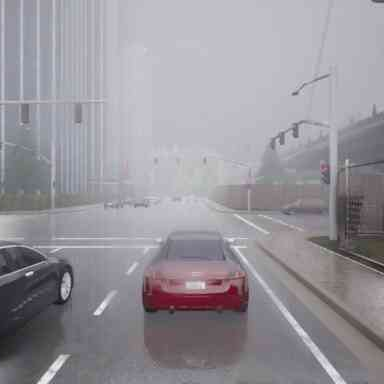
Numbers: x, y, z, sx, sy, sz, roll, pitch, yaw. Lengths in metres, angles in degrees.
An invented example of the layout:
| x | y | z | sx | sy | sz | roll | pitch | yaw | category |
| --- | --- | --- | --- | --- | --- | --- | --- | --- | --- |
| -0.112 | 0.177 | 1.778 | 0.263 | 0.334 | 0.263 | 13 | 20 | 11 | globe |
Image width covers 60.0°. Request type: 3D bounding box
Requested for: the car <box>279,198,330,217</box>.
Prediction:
| x | y | z | sx | sy | sz | roll | pitch | yaw | category |
| --- | --- | --- | --- | --- | --- | --- | --- | --- | --- |
| 10.685 | 1.407 | 31.804 | 4.553 | 1.767 | 2.097 | 0 | 0 | 0 | car |

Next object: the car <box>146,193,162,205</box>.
| x | y | z | sx | sy | sz | roll | pitch | yaw | category |
| --- | --- | --- | --- | --- | --- | --- | --- | --- | --- |
| -7.096 | 1.221 | 58.168 | 2.150 | 2.045 | 5.566 | 0 | 0 | 1 | car |

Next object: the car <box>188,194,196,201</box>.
| x | y | z | sx | sy | sz | roll | pitch | yaw | category |
| --- | --- | --- | --- | --- | --- | --- | --- | --- | --- |
| -0.031 | 1.360 | 84.694 | 1.837 | 1.490 | 4.892 | 0 | 0 | 0 | car |

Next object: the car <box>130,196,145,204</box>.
| x | y | z | sx | sy | sz | roll | pitch | yaw | category |
| --- | --- | --- | --- | --- | --- | --- | --- | --- | --- |
| -10.556 | 1.547 | 64.911 | 2.033 | 1.411 | 5.357 | 0 | 0 | 1 | car |

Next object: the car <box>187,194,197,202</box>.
| x | y | z | sx | sy | sz | roll | pitch | yaw | category |
| --- | --- | --- | --- | --- | --- | --- | --- | --- | --- |
| -0.028 | 1.518 | 74.585 | 1.812 | 1.442 | 4.674 | 0 | 0 | 0 | car |

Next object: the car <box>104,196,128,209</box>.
| x | y | z | sx | sy | sz | roll | pitch | yaw | category |
| --- | --- | --- | --- | --- | --- | --- | --- | --- | --- |
| -10.609 | 1.491 | 45.352 | 2.128 | 1.511 | 4.902 | 0 | 0 | 0 | car |

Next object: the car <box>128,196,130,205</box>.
| x | y | z | sx | sy | sz | roll | pitch | yaw | category |
| --- | --- | --- | --- | --- | --- | --- | --- | --- | --- |
| -10.604 | 1.505 | 54.596 | 1.837 | 1.490 | 4.892 | 0 | 0 | 0 | car |

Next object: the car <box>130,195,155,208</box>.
| x | y | z | sx | sy | sz | roll | pitch | yaw | category |
| --- | --- | --- | --- | --- | --- | --- | --- | --- | --- |
| -7.106 | 1.547 | 47.978 | 2.033 | 1.411 | 5.357 | 0 | 0 | 0 | car |

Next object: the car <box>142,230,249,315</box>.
| x | y | z | sx | sy | sz | roll | pitch | yaw | category |
| --- | --- | --- | --- | --- | --- | --- | --- | --- | --- |
| 0.069 | 1.564 | 7.680 | 1.994 | 1.385 | 4.181 | 0 | 0 | 0 | car |

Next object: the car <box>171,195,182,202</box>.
| x | y | z | sx | sy | sz | roll | pitch | yaw | category |
| --- | --- | --- | --- | --- | --- | --- | --- | --- | --- |
| -3.528 | 1.495 | 74.269 | 1.837 | 1.490 | 4.892 | 0 | 0 | 0 | car |

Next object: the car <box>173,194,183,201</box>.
| x | y | z | sx | sy | sz | roll | pitch | yaw | category |
| --- | --- | --- | --- | --- | --- | --- | --- | --- | --- |
| -3.531 | 1.386 | 84.693 | 2.128 | 1.511 | 4.902 | 0 | 0 | 0 | car |

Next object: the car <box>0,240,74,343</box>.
| x | y | z | sx | sy | sz | roll | pitch | yaw | category |
| --- | --- | --- | --- | --- | --- | --- | --- | --- | --- |
| -3.444 | 1.505 | 5.222 | 1.837 | 1.490 | 4.892 | 0 | 0 | 0 | car |
